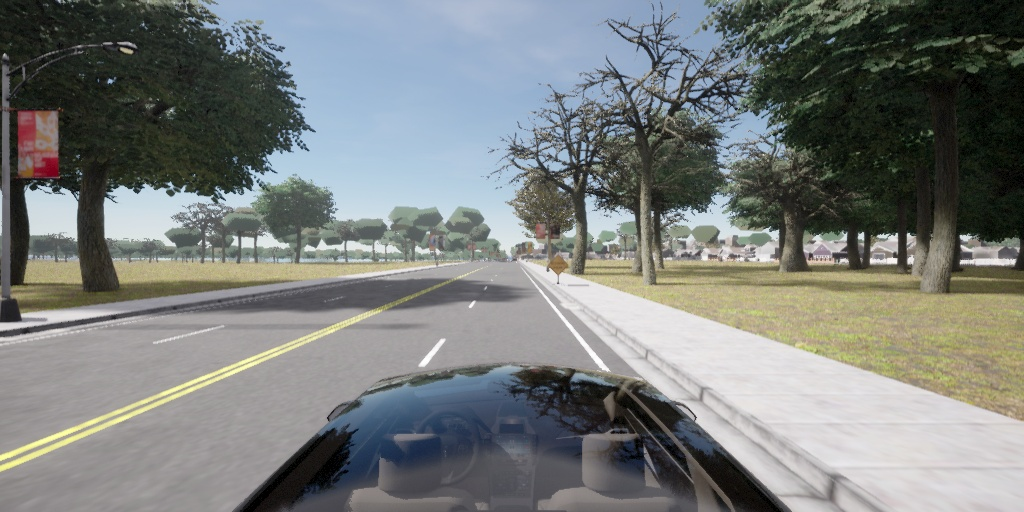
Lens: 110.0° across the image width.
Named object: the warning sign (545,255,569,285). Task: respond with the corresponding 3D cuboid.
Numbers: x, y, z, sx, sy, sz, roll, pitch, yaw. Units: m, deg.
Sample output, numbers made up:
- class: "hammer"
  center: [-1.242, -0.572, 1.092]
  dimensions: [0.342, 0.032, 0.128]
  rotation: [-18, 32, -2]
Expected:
- class: "warning sign"
  center: [2.850, 0.853, 22.124]
  dimensions: [1.300, 1.860, 1.060]
  rotation: [0, 0, 0]
